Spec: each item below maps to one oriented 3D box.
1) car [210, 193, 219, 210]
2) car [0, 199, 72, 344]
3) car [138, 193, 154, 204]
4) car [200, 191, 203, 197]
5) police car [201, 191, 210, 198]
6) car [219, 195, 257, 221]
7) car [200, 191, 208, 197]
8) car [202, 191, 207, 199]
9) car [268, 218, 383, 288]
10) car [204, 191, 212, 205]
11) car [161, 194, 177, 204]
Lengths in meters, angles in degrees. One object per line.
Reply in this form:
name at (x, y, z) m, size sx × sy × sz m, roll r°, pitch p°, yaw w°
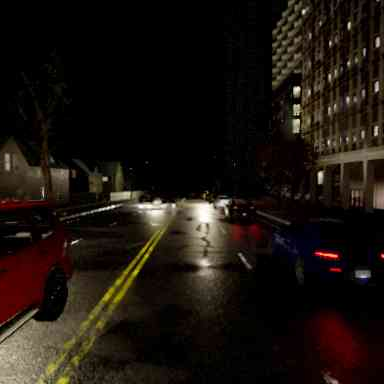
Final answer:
car at (3.248, 1.104, 35.867) m, size 1.812 × 1.442 × 4.674 m, roll 0°, pitch 1°, yaw 0°
car at (-3.350, 1.169, 4.147) m, size 2.150 × 2.045 × 5.566 m, roll 0°, pitch 1°, yaw 0°
car at (-6.577, 0.931, 48.236) m, size 2.128 × 1.511 × 4.902 m, roll 0°, pitch 1°, yaw 0°
car at (3.245, 0.679, 69.067) m, size 1.801 × 1.575 × 5.366 m, roll 0°, pitch 1°, yaw 0°
police car at (3.244, 0.539, 79.990) m, size 1.930 × 1.638 × 5.238 m, roll 0°, pitch 1°, yaw 0°
car at (3.347, 1.207, 23.646) m, size 2.128 × 1.511 × 4.902 m, roll 0°, pitch 0°, yaw 0°
car at (3.244, 0.534, 90.884) m, size 1.812 × 1.442 × 4.674 m, roll 0°, pitch 1°, yaw 0°
car at (3.246, 0.842, 57.874) m, size 1.837 × 1.490 × 4.892 m, roll 0°, pitch 1°, yaw 0°
car at (3.349, 1.416, 8.807) m, size 1.812 × 1.442 × 4.674 m, roll 0°, pitch 0°, yaw 0°
car at (3.247, 1.002, 46.871) m, size 2.033 × 1.411 × 5.357 m, roll 0°, pitch 1°, yaw 0°
car at (-3.320, 0.972, 47.672) m, size 1.812 × 1.442 × 4.674 m, roll 0°, pitch 0°, yaw 0°
